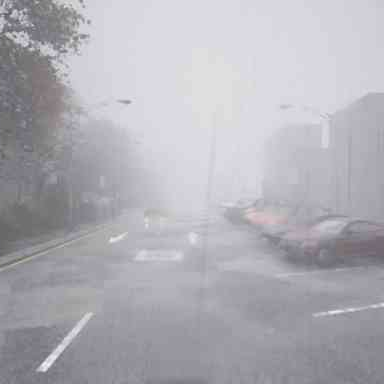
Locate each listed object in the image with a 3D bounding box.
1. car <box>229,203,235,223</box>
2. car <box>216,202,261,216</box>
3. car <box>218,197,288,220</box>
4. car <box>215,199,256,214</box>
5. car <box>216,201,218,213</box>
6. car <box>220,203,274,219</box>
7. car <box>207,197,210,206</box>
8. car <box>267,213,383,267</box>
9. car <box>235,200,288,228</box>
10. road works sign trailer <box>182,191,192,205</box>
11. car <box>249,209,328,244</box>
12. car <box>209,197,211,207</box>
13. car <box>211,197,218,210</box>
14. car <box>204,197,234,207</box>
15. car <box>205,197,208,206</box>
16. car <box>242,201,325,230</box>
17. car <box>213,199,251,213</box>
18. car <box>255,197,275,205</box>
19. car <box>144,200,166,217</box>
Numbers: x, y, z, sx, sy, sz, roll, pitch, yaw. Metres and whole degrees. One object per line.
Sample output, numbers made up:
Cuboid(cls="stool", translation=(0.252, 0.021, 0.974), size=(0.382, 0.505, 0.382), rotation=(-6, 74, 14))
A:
Cuboid(cls="car", translation=(5.356, 1.755, 23.746), size=(4.674, 1.452, 2.002), rotation=(1, -1, -20))
Cuboid(cls="car", translation=(5.403, 1.913, 38.740), size=(4.792, 1.488, 2.163), rotation=(1, 0, -20))
Cuboid(cls="car", translation=(5.363, 1.495, 26.727), size=(5.566, 2.045, 2.435), rotation=(1, 0, -20))
Cuboid(cls="car", translation=(5.410, 1.794, 41.756), size=(4.553, 1.767, 2.185), rotation=(1, -1, -20))
Cuboid(cls="car", translation=(5.212, 1.774, 29.682), size=(5.366, 1.575, 1.946), rotation=(1, 0, -20))
Cuboid(cls="car", translation=(5.372, 1.843, 32.739), size=(4.792, 1.488, 2.163), rotation=(1, 0, -20))
Cuboid(cls="car", translation=(5.478, 2.072, 53.774), size=(5.008, 1.535, 2.097), rotation=(1, -1, -20))
Cuboid(cls="car", translation=(5.320, 1.635, 11.737), size=(4.674, 1.452, 2.002), rotation=(1, 0, -20))
Cuboid(cls="car", translation=(5.380, 1.559, 20.752), size=(4.553, 1.767, 2.185), rotation=(1, 0, -20))
Cuboid(cls="road works sign trailer", translation=(-0.880, 1.452, 84.536), size=(2.880, 3.560, 2.380), rotation=(1, -1, -41))
Cuboid(cls="car", translation=(5.298, 1.653, 14.729), size=(4.792, 1.488, 2.163), rotation=(1, 0, -20))
Cuboid(cls="car", translation=(5.510, 1.908, 50.773), size=(4.553, 1.767, 2.185), rotation=(1, -1, -20))
Cuboid(cls="car", translation=(5.392, 1.596, 35.743), size=(5.566, 2.045, 2.435), rotation=(1, 0, -20))
Cuboid(cls="car", translation=(5.525, 2.016, 68.813), size=(5.566, 2.045, 2.435), rotation=(1, -1, -20))
Cuboid(cls="car", translation=(5.325, 2.183, 62.718), size=(5.366, 1.575, 1.946), rotation=(1, -1, -20))
Cuboid(cls="car", translation=(5.369, 1.528, 17.750), size=(4.553, 1.767, 2.185), rotation=(1, 0, -20))
Cuboid(cls="car", translation=(5.423, 1.831, 44.757), size=(4.553, 1.767, 2.185), rotation=(1, -1, -20))
Cuboid(cls="car", translation=(18.518, 2.233, 84.782), size=(2.435, 2.045, 5.566), rotation=(0, 0, -21))
Cuboid(cls="car", translation=(-3.996, 1.723, 36.485), size=(2.097, 1.767, 4.553), rotation=(0, -1, 0))
